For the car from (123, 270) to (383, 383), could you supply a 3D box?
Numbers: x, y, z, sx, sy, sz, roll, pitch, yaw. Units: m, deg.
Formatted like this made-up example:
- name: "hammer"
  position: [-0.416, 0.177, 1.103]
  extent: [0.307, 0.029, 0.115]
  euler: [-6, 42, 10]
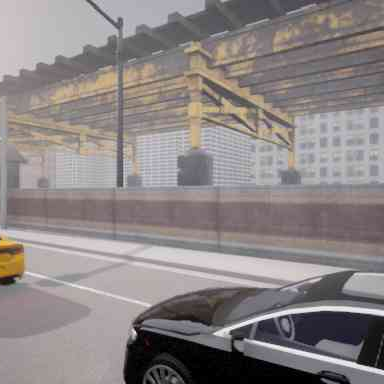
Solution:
- name: "car"
  position: [1.489, 1.504, 2.931]
  extent: [4.902, 1.511, 2.128]
  euler: [0, 0, 36]

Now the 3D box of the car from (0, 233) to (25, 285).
- name: "car"
  position: [-6.185, 1.502, 8.362]
  extent: [5.008, 1.535, 1.882]
  euler: [0, 0, 36]
